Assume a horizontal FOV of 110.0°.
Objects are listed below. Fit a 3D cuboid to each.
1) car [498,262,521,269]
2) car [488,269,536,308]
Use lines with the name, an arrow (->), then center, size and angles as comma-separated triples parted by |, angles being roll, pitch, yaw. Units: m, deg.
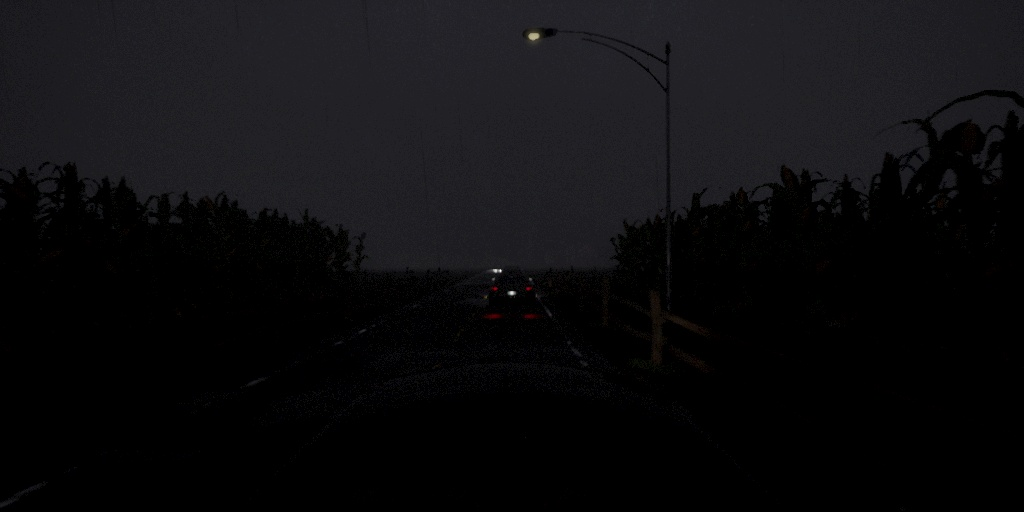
car -> -0.004, 1.525, 31.320 | 1.882, 1.535, 5.008 | 0, 0, 0
car -> 0.000, 1.454, 16.135 | 1.994, 1.385, 4.181 | 0, -1, 0
